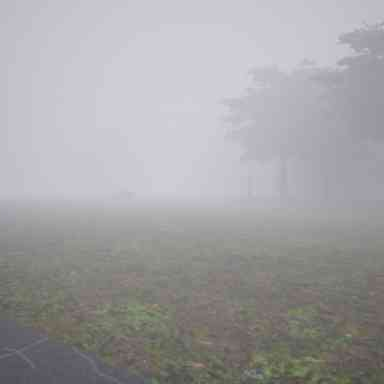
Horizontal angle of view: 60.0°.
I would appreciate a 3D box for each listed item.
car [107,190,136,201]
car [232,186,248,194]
[{"bbox_3d":[-11.103,0.516,52.297,1.882,1.535,5.008,2,4,36],"label":"car"},{"bbox_3d":[12.368,-0.450,85.021,2.150,2.045,5.566,2,2,36],"label":"car"}]
